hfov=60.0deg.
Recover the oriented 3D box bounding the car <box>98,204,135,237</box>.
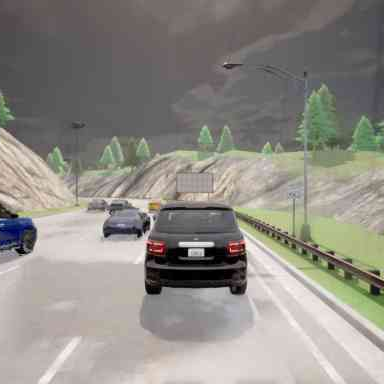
[{"bbox_3d":[-3.427,1.564,18.086,1.994,1.385,4.181,0,0,0],"label":"car"}]

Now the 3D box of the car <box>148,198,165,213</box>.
[{"bbox_3d":[-4.019,1.477,38.234,1.882,1.535,5.008,0,0,-5],"label":"car"}]

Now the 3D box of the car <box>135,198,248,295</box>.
[{"bbox_3d":[0.085,1.221,8.878,2.150,2.045,5.566,0,0,0],"label":"car"}]

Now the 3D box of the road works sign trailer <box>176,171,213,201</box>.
[{"bbox_3d":[0.182,0.464,21.594,2.380,3.560,2.880,0,0,0],"label":"road works sign trailer"}]

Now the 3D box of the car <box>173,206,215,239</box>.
[{"bbox_3d":[0.093,1.558,18.097,1.994,1.385,4.181,0,0,0],"label":"car"}]

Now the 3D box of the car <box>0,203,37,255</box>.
[{"bbox_3d":[-6.915,1.219,10.168,2.150,2.045,5.566,0,0,0],"label":"car"}]

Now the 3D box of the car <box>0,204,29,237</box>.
[{"bbox_3d":[-10.425,1.477,16.848,1.882,1.535,5.008,0,0,0],"label":"car"}]

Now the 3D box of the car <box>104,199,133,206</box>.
[{"bbox_3d":[-7.204,1.505,33.618,1.837,1.490,4.892,0,0,-3],"label":"car"}]

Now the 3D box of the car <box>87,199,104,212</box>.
[{"bbox_3d":[-11.053,1.547,39.406,2.033,1.411,5.357,0,0,-6],"label":"car"}]
